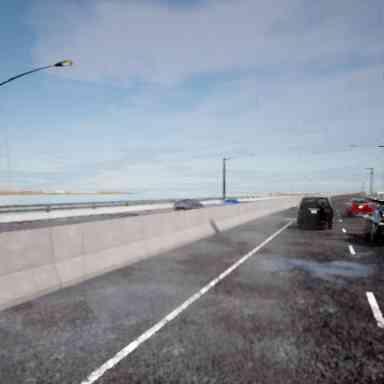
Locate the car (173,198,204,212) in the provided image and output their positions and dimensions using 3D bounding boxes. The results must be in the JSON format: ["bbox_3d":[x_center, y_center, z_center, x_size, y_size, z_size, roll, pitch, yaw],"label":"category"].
[{"bbox_3d":[-0.309,1.619,38.569,2.033,1.411,5.357,0,0,23],"label":"car"}]

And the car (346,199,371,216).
[{"bbox_3d":[16.546,1.452,33.002,2.097,1.767,4.553,0,0,23],"label":"car"}]

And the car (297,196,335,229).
[{"bbox_3d":[8.430,1.289,22.662,2.150,2.045,5.566,0,0,23],"label":"car"}]

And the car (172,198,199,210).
[{"bbox_3d":[-0.820,1.589,46.333,1.837,1.490,4.892,0,-1,23],"label":"car"}]

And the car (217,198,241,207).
[{"bbox_3d":[4.663,1.564,41.341,1.882,1.535,5.008,0,0,23],"label":"car"}]

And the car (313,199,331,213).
[{"bbox_3d":[15.734,1.634,40.109,1.812,1.442,4.674,0,0,23],"label":"car"}]

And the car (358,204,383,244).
[{"bbox_3d":[9.360,1.546,15.735,2.128,1.511,4.902,0,0,22],"label":"car"}]
